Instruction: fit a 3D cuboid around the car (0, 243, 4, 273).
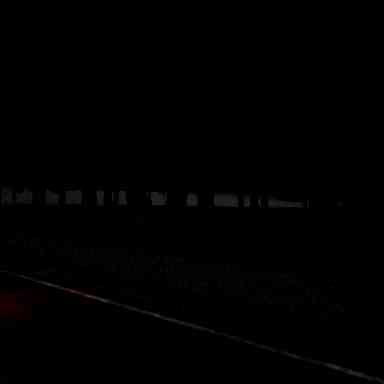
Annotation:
[{"bbox_3d":[-6.581,1.468,8.335,4.892,1.490,1.837,-2,-1,36],"label":"car"}]
